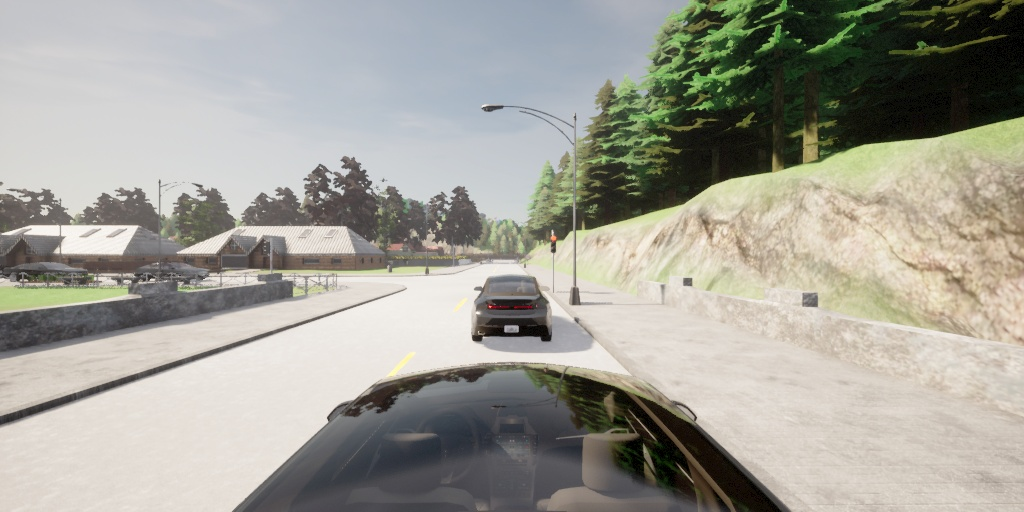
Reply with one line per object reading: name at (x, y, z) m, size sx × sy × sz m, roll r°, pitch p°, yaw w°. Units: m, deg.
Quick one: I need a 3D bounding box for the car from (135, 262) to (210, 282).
car at (-26.509, 1.242, 28.100) m, size 4.902 × 1.511 × 2.128 m, roll 0°, pitch 0°, yaw 0°

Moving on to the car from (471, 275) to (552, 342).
car at (-0.009, 1.255, 9.801) m, size 1.837 × 1.490 × 4.892 m, roll 0°, pitch 0°, yaw 0°

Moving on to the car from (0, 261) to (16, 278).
car at (-48.132, 1.228, 32.056) m, size 5.008 × 1.535 × 1.882 m, roll 0°, pitch 0°, yaw 0°

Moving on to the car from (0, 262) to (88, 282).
car at (-36.265, 1.228, 28.020) m, size 5.008 × 1.535 × 1.882 m, roll 0°, pitch 0°, yaw 0°
